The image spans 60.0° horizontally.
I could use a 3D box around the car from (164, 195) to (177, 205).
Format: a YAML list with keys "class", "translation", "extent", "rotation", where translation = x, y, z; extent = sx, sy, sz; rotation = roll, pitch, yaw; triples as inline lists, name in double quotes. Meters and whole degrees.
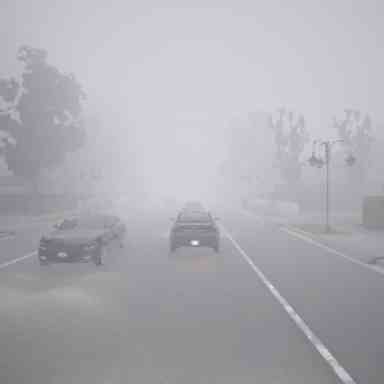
- class: "car"
  translation: [-3.540, 1.230, 54.261]
  extent: [1.882, 1.535, 5.008]
  rotation: [0, 0, 0]

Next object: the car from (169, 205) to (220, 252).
- class: "car"
  translation: [0.104, 1.489, 13.886]
  extent: [1.837, 1.490, 4.892]
  rotation: [0, 0, 0]

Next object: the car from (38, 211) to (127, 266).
- class: "car"
  translation: [-3.597, 1.466, 11.728]
  extent: [1.882, 1.535, 5.008]
  rotation: [0, 0, 0]

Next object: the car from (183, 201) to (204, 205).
- class: "car"
  translation: [0.109, 1.487, 30.064]
  extent: [1.994, 1.385, 4.181]
  rotation: [0, 0, 0]
